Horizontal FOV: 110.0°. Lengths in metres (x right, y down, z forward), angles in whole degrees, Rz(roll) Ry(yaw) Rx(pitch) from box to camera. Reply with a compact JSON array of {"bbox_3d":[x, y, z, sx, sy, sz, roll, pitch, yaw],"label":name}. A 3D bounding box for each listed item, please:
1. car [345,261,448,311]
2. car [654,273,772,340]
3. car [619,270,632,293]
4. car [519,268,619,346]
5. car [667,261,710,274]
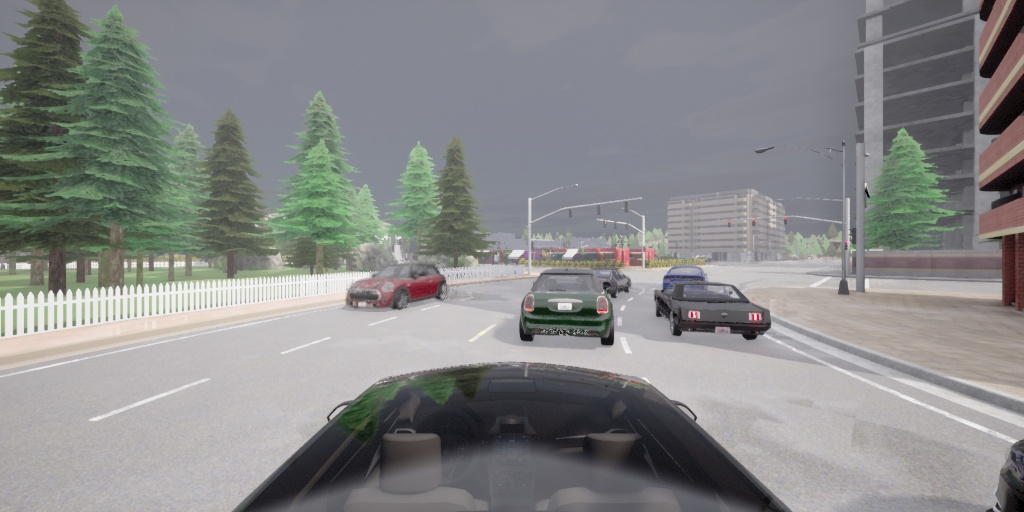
[{"bbox_3d":[-4.499,1.101,14.637,2.097,1.767,4.553,0,0,19],"label":"car"},{"bbox_3d":[5.216,1.351,10.072,1.895,1.301,4.718,0,0,14],"label":"car"},{"bbox_3d":[4.807,1.297,18.532,2.033,1.411,5.357,0,0,29],"label":"car"},{"bbox_3d":[1.587,1.102,9.768,2.097,1.767,4.553,0,0,12],"label":"car"},{"bbox_3d":[9.062,1.228,18.590,1.882,1.535,5.008,0,0,30],"label":"car"}]
